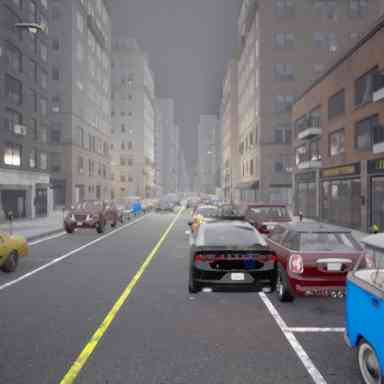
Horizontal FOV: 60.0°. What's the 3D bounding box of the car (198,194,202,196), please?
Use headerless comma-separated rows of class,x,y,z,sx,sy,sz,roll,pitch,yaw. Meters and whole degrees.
car,0.279,1.448,53.157,1.882,1.535,5.008,0,0,0

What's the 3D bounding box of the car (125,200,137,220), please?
car,-5.726,1.546,25.278,2.008,1.369,4.403,0,0,0

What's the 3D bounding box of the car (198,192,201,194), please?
car,3.124,1.239,86.289,2.192,1.841,5.009,0,0,0

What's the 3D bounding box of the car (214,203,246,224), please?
car,2.799,1.561,25.246,1.947,1.339,4.313,0,0,0

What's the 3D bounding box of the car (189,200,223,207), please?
car,0.886,1.452,19.079,1.801,1.575,5.366,0,0,0

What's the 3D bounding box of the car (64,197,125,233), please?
car,-5.756,1.311,19.610,2.192,1.841,5.009,0,0,0

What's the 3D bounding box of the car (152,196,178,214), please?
car,-2.898,1.496,36.054,1.837,1.490,4.892,0,0,0

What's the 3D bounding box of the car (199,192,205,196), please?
car,3.064,1.382,75.119,1.967,1.590,4.097,0,0,0

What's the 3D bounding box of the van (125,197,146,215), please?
van,-5.696,1.335,30.946,1.690,1.788,3.998,0,0,0

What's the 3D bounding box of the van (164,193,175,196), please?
van,-5.461,1.283,75.147,1.690,1.788,3.998,0,0,0

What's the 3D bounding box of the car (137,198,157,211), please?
car,-5.637,1.510,42.114,1.752,1.417,4.829,0,0,0

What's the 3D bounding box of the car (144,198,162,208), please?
car,-5.605,1.528,47.951,2.008,1.369,4.403,0,0,0

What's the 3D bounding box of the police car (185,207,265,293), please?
police car,0.842,1.424,8.984,1.930,1.638,5.238,0,0,-1

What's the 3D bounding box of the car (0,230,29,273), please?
car,-5.817,1.524,8.104,1.752,1.417,4.829,0,0,0

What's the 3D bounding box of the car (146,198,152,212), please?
car,-5.667,1.516,36.445,1.752,1.417,4.829,0,0,0

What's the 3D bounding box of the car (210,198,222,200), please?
car,2.830,1.545,30.915,2.008,1.369,4.403,0,0,0

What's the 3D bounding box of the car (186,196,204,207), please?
car,0.227,1.547,43.260,1.994,1.385,4.181,0,0,0

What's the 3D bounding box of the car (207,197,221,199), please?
car,2.860,1.572,36.585,1.802,1.307,4.206,0,0,0

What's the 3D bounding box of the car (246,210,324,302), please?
car,2.709,1.439,8.239,1.967,1.590,4.097,0,0,0

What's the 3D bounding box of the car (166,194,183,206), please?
car,-2.722,1.450,52.909,1.882,1.535,5.008,0,0,0

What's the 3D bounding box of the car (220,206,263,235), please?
car,2.769,1.562,19.577,1.947,1.339,4.313,0,0,0

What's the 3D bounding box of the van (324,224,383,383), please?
van,2.679,1.341,2.569,1.690,1.788,3.998,0,0,0

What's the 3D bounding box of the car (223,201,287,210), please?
car,2.739,1.313,13.907,2.192,1.841,5.009,0,0,0

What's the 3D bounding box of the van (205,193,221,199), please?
van,2.890,1.326,42.255,1.690,1.788,3.998,0,0,0
